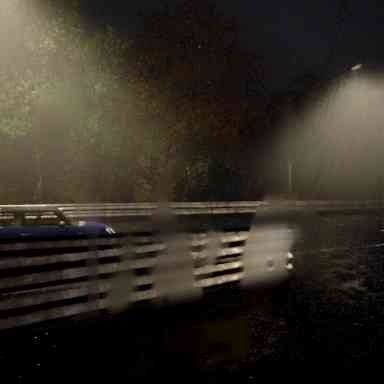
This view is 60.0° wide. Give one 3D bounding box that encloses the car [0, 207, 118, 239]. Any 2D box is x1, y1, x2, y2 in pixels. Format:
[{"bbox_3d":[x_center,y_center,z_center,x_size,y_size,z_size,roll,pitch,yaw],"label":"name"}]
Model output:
[{"bbox_3d":[-4.567,1.268,10.503,4.553,1.767,2.097,0,0,-22],"label":"car"}]
